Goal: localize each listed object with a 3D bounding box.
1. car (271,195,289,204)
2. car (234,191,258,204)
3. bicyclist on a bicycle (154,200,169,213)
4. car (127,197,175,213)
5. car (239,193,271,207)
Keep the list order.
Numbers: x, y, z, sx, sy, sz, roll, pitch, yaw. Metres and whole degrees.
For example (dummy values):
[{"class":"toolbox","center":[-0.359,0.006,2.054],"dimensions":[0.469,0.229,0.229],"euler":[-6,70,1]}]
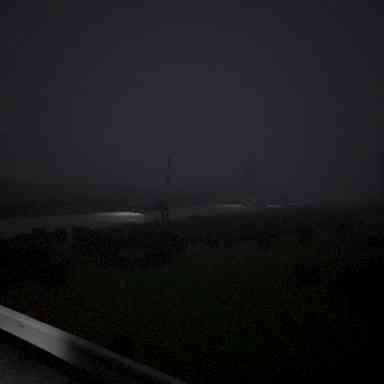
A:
[{"class":"car","center":[13.880,1.263,52.924],"dimensions":[2.033,1.411,5.357],"euler":[3,1,33]},{"class":"car","center":[8.363,0.811,50.319],"dimensions":[2.150,2.045,5.566],"euler":[3,1,33]},{"class":"bicyclist on a bicycle","center":[-2.067,1.342,22.485],"dimensions":[1.656,1.620,0.582],"euler":[2,1,33]},{"class":"car","center":[-3.784,1.180,31.990],"dimensions":[2.033,1.411,5.357],"euler":[3,1,33]},{"class":"car","center":[8.538,1.257,44.685],"dimensions":[1.812,1.442,4.674],"euler":[3,1,34]}]
